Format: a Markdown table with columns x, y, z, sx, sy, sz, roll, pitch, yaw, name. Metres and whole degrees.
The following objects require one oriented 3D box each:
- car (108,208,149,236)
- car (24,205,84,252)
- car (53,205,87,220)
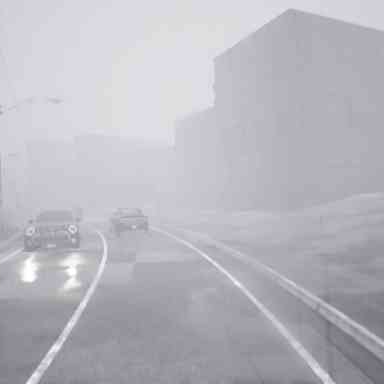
| x | y | z | sx | sy | sz | roll | pitch | yaw | name |
| --- | --- | --- | --- | --- | --- | --- | --- | --- | --- |
| -3.887 | 1.692 | 20.032 | 2.128 | 1.511 | 4.902 | -2 | -1 | -19 | car |
| -6.156 | 1.559 | 15.109 | 2.097 | 1.767 | 4.553 | -1 | -1 | -17 | car |
| -13.891 | 2.277 | 37.692 | 2.128 | 1.511 | 4.902 | -3 | 0 | -38 | car |
